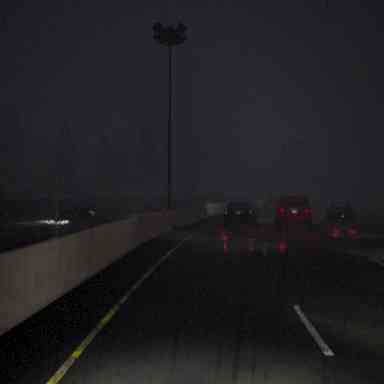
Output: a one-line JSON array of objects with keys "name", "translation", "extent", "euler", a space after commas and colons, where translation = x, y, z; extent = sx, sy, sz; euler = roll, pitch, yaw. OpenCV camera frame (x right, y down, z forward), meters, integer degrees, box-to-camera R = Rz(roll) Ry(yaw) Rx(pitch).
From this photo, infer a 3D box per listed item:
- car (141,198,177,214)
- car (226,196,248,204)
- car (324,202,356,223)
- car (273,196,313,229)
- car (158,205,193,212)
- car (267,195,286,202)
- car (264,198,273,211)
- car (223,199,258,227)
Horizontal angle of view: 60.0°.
[{"name": "car", "translation": [-3.502, 1.475, 36.572], "extent": [1.882, 1.535, 5.008], "euler": [0, 0, 21]}, {"name": "car", "translation": [8.976, 1.542, 65.966], "extent": [2.128, 1.511, 4.902], "euler": [0, 0, 36]}, {"name": "car", "translation": [11.554, 1.531, 26.157], "extent": [2.128, 1.511, 4.902], "euler": [0, 0, 18]}, {"name": "car", "translation": [6.656, 1.245, 22.032], "extent": [2.150, 2.045, 5.566], "euler": [0, 0, 14]}, {"name": "car", "translation": [-1.225, 1.604, 32.717], "extent": [1.895, 1.301, 4.718], "euler": [0, 0, 20]}, {"name": "car", "translation": [18.298, 1.353, 71.640], "extent": [1.882, 1.535, 5.008], "euler": [0, 0, 42]}, {"name": "car", "translation": [10.268, 1.543, 41.398], "extent": [1.837, 1.490, 4.892], "euler": [0, 0, 26]}, {"name": "car", "translation": [3.508, 1.367, 23.477], "extent": [2.097, 1.767, 4.553], "euler": [0, 0, 14]}]
